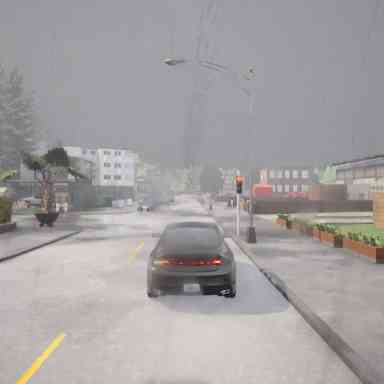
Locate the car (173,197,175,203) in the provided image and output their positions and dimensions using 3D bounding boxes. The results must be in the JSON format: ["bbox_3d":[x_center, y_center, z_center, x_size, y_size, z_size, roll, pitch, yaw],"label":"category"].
[{"bbox_3d":[-4.583,1.478,68.559,1.882,1.535,5.008,0,0,0],"label":"car"}]

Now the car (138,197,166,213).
[{"bbox_3d":[-4.615,1.492,36.661,2.128,1.511,4.902,0,0,5],"label":"car"}]

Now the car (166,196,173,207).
[{"bbox_3d":[-4.535,1.477,52.822,1.882,1.535,5.008,0,0,0],"label":"car"}]

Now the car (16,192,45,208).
[{"bbox_3d":[-20.111,0.986,42.178,1.905,1.878,3.866,0,0,35],"label":"car"}]

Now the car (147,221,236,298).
[{"bbox_3d":[-0.008,1.505,8.495,1.837,1.490,4.892,0,0,0],"label":"car"}]
